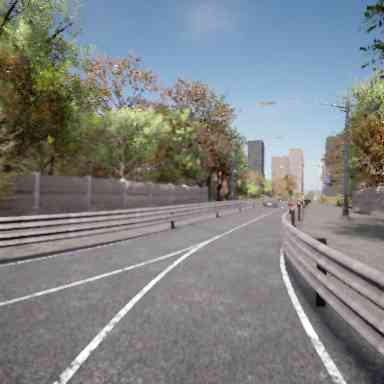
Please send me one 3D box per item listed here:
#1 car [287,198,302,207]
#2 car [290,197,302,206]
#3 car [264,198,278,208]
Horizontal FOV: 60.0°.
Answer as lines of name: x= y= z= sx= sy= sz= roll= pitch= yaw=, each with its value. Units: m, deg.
car: x=17.067 y=1.857 z=55.818 sx=1.994 sy=1.385 sz=4.181 roll=1 pitch=0 yaw=20
car: x=20.435 y=1.836 z=65.194 sx=1.882 sy=1.535 sz=5.008 roll=1 pitch=-1 yaw=20
car: x=12.763 y=1.730 z=53.581 sx=1.812 sy=1.442 sz=4.674 roll=1 pitch=0 yaw=20
